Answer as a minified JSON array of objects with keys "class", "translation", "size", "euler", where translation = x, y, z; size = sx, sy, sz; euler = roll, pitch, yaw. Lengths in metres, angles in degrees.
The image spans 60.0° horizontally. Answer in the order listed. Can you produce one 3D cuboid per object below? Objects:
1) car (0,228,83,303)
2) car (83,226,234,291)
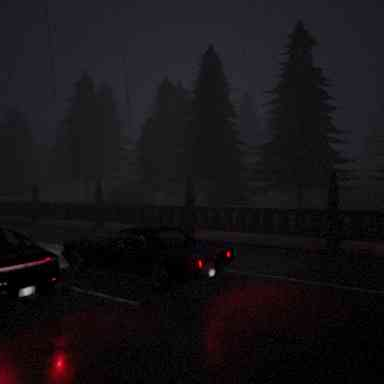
[{"class":"car","translation":[-4.846,1.489,7.035],"size":[4.902,1.511,2.128],"euler":[0,0,33]},{"class":"car","translation":[-1.375,1.587,8.957],"size":[4.718,1.301,1.895],"euler":[0,0,34]}]
